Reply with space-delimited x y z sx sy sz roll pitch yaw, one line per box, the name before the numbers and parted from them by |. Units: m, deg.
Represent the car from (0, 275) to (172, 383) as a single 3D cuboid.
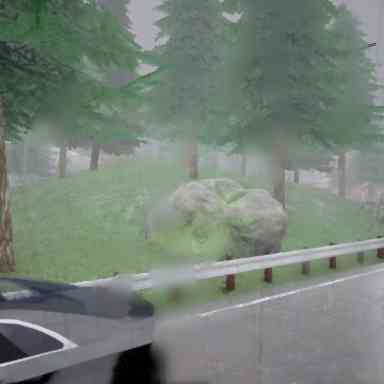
car | -2.494 1.491 2.285 4.902 1.511 2.128 0 0 -34
